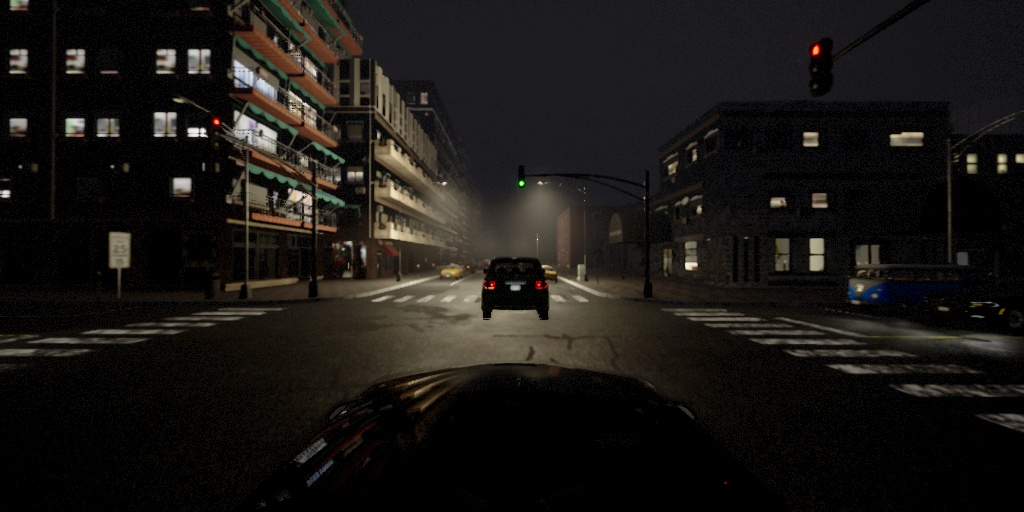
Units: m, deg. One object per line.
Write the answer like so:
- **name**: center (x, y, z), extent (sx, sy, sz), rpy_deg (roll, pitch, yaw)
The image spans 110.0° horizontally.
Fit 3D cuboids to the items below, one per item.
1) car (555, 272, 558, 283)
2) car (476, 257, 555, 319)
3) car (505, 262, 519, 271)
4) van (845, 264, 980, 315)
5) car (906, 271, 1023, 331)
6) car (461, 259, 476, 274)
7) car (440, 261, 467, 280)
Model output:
- **car**: center (2.686, 1.407, 29.047), extent (1.751, 1.417, 4.829), rpy_deg (0, 0, 0)
- **car**: center (0.100, 1.052, 13.288), extent (2.150, 2.045, 5.566), rpy_deg (0, 0, 0)
- **car**: center (-0.010, 1.581, 55.267), extent (1.994, 1.385, 4.181), rpy_deg (0, 0, 0)
- **van**: center (14.895, 1.206, 13.358), extent (3.998, 1.789, 1.690), rpy_deg (0, 0, 0)
- **car**: center (15.463, 1.322, 10.774), extent (5.008, 1.535, 1.882), rpy_deg (0, 0, 0)
- **car**: center (-5.698, 1.286, 45.492), extent (2.192, 1.841, 5.009), rpy_deg (0, 0, 0)
- **car**: center (-5.696, 1.441, 34.244), extent (1.751, 1.417, 4.829), rpy_deg (0, 0, 0)
